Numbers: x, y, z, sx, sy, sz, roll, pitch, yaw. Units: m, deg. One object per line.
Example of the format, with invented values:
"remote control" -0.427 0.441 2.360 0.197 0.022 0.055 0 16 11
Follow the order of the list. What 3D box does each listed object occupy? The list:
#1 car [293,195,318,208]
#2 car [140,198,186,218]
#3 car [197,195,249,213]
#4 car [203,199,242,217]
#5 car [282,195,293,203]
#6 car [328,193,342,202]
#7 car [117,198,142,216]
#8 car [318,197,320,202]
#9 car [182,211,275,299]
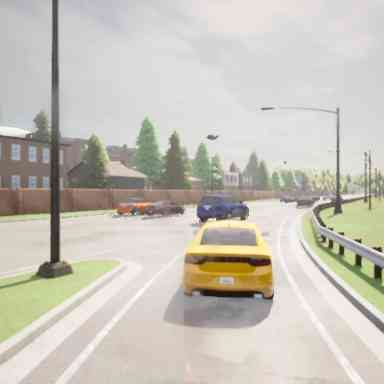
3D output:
"car" 16.934 1.527 49.484 1.837 1.490 4.892 0 0 30
"car" -2.405 1.539 30.826 1.812 1.442 4.674 0 0 31
"car" 2.430 1.235 25.268 2.150 2.045 5.566 0 0 31
"car" 3.147 1.492 33.295 1.882 1.535 5.008 0 0 31
"car" 21.219 1.627 70.553 1.895 1.301 4.718 0 0 31
"car" 34.226 1.575 78.691 2.033 1.411 5.357 0 0 31
"car" -5.253 1.365 32.882 2.097 1.767 4.553 0 0 31
"car" 26.578 1.534 72.694 1.837 1.490 4.892 0 0 31
"car" 0.981 1.481 8.573 1.882 1.535 5.008 0 0 8
